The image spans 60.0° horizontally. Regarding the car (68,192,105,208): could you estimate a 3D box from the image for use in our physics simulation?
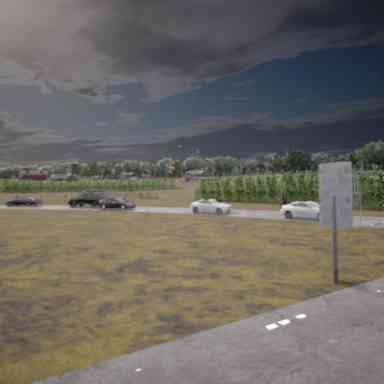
[{"bbox_3d":[-14.268,1.061,45.699,5.566,2.045,2.150,0,2,18],"label":"car"}]

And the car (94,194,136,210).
[{"bbox_3d":[-9.121,1.422,40.612,4.892,1.490,1.837,1,2,24],"label":"car"}]

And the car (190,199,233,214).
[{"bbox_3d":[1.918,1.428,33.823,4.674,1.442,1.812,0,2,38],"label":"car"}]

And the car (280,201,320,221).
[{"bbox_3d":[9.324,1.456,26.667,1.812,1.442,4.674,-3,2,-42],"label":"car"}]

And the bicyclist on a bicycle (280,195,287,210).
[{"bbox_3d":[9.696,1.190,35.247,0.582,1.620,1.656,1,1,43],"label":"bicyclist on a bicycle"}]

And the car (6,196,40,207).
[{"bbox_3d":[-24.323,1.356,47.985,4.674,1.442,1.812,0,1,7],"label":"car"}]
